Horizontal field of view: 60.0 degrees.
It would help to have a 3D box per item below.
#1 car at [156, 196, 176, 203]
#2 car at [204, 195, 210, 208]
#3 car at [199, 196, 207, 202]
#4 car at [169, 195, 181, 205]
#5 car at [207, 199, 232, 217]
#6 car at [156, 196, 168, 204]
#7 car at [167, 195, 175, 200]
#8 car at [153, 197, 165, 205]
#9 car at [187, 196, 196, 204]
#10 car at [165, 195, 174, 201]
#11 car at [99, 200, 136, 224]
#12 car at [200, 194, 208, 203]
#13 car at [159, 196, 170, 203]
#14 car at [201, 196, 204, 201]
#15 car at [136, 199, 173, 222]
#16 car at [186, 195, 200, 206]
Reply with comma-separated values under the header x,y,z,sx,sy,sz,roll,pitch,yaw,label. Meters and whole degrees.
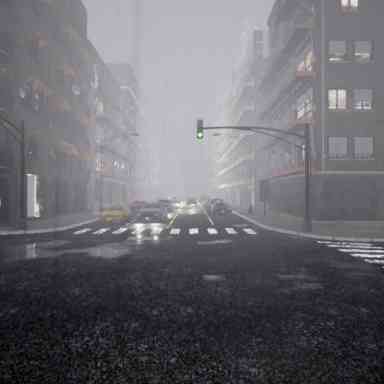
x,y,z,sx,sy,sz,roll,pitch,yaw,label
-3.136,1.535,37.104,1.812,1.442,4.674,0,0,0,car
2.654,1.449,36.409,1.967,1.590,4.097,1,0,0,car
2.601,1.595,80.596,1.947,1.339,4.313,1,0,0,car
-3.073,1.567,61.752,2.033,1.411,5.357,0,0,0,car
2.660,1.552,30.885,1.887,1.381,4.507,1,0,0,car
-5.761,1.571,64.030,2.008,1.369,4.403,1,0,0,car
-5.793,1.586,91.647,2.008,1.369,4.403,1,0,0,car
-5.754,1.543,58.337,1.752,1.417,4.829,1,0,0,car
-0.081,1.547,67.148,1.812,1.442,4.674,0,0,0,car
-5.786,1.557,85.953,1.752,1.417,4.829,1,0,0,car
-5.713,1.531,25.196,1.752,1.417,4.829,1,0,0,car
2.616,1.338,69.550,2.192,1.841,5.009,1,0,0,car
-5.767,1.568,69.554,1.887,1.381,4.507,1,0,0,car
2.640,1.595,47.456,1.802,1.307,4.206,1,0,0,car
-3.101,1.554,26.887,2.033,1.411,5.357,0,0,4,car
-0.067,1.564,56.726,2.033,1.411,5.357,0,0,0,car
